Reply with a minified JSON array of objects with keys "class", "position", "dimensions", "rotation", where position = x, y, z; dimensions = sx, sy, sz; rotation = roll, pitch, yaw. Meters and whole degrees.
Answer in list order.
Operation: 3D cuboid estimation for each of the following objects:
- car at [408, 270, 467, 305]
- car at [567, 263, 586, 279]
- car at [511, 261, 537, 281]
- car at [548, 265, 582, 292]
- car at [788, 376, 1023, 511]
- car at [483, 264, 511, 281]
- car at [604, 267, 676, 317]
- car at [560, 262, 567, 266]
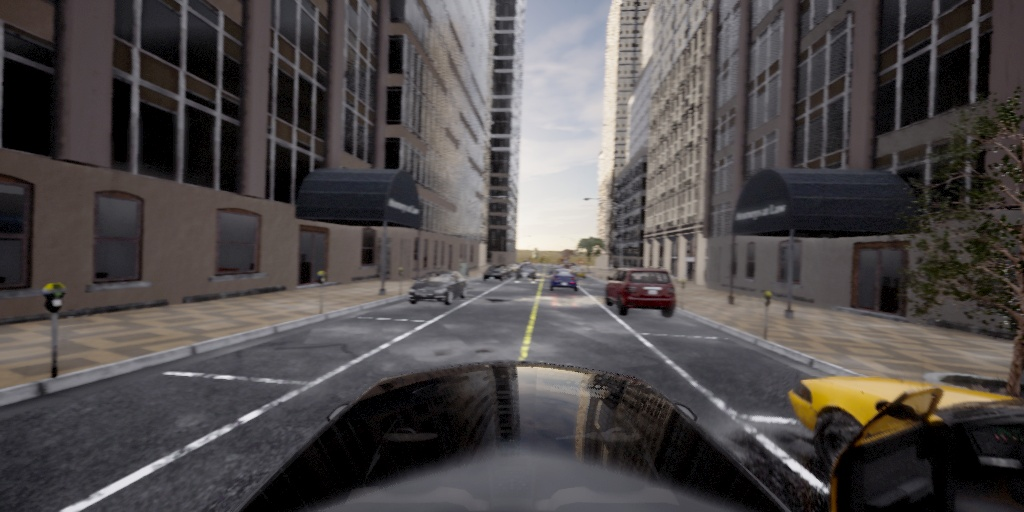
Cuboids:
[{"class":"car","position":[-3.160,1.309,15.871],"dimensions":[2.007,1.370,4.403],"rotation":[0,0,6]},{"class":"car","position":[7.941,1.955,43.405],"dimensions":[1.751,1.417,4.829],"rotation":[0,0,6]},{"class":"car","position":[1.447,1.604,35.632],"dimensions":[2.128,1.511,4.902],"rotation":[2,-1,6]},{"class":"car","position":[3.574,1.632,25.128],"dimensions":[1.812,1.442,4.674],"rotation":[2,-1,6]},{"class":"car","position":[3.714,1.351,1.593],"dimensions":[1.801,1.575,5.366],"rotation":[2,-1,6]},{"class":"car","position":[-1.507,1.538,32.813],"dimensions":[1.948,1.339,4.313],"rotation":[0,0,6]},{"class":"car","position":[5.169,1.394,14.997],"dimensions":[2.192,1.841,5.009],"rotation":[0,0,6]},{"class":"car","position":[5.523,1.840,44.996],"dimensions":[2.128,1.511,4.902],"rotation":[2,0,6]}]
